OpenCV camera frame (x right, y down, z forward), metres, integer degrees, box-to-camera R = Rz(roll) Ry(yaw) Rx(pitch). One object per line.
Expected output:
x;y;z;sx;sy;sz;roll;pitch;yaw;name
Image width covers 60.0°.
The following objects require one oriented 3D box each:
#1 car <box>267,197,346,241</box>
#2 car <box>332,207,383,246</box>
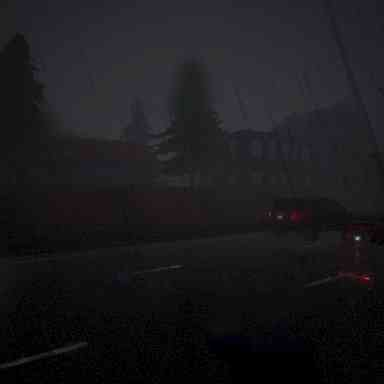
6.261;1.255;16.933;5.566;2.045;2.150;0;0;-35;car
8.269;1.513;14.066;4.892;1.490;1.837;0;0;-35;car
